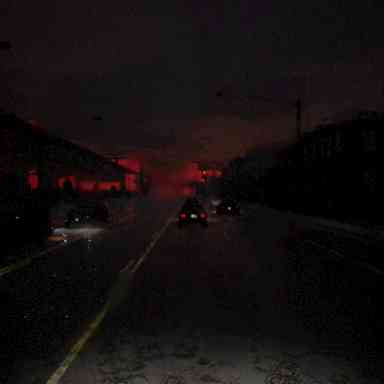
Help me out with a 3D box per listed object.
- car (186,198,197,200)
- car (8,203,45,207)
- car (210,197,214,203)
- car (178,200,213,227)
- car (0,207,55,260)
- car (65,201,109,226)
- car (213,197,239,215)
[{"bbox_3d":[-0.008,1.437,39.647,2.033,1.411,5.357,0,0,0],"label":"car"},{"bbox_3d":[-10.547,1.433,20.812,2.128,1.511,4.902,0,0,0],"label":"car"},{"bbox_3d":[3.484,1.400,45.484,1.812,1.442,4.674,0,0,1],"label":"car"},{"bbox_3d":[0.050,1.484,22.380,2.033,1.411,5.357,0,0,0],"label":"car"},{"bbox_3d":[-7.040,1.512,12.517,2.033,1.411,5.357,0,0,0],"label":"car"},{"bbox_3d":[-7.051,1.441,22.780,1.837,1.490,4.892,0,0,0],"label":"car"},{"bbox_3d":[3.454,1.474,32.548,1.994,1.385,4.181,0,0,0],"label":"car"}]
